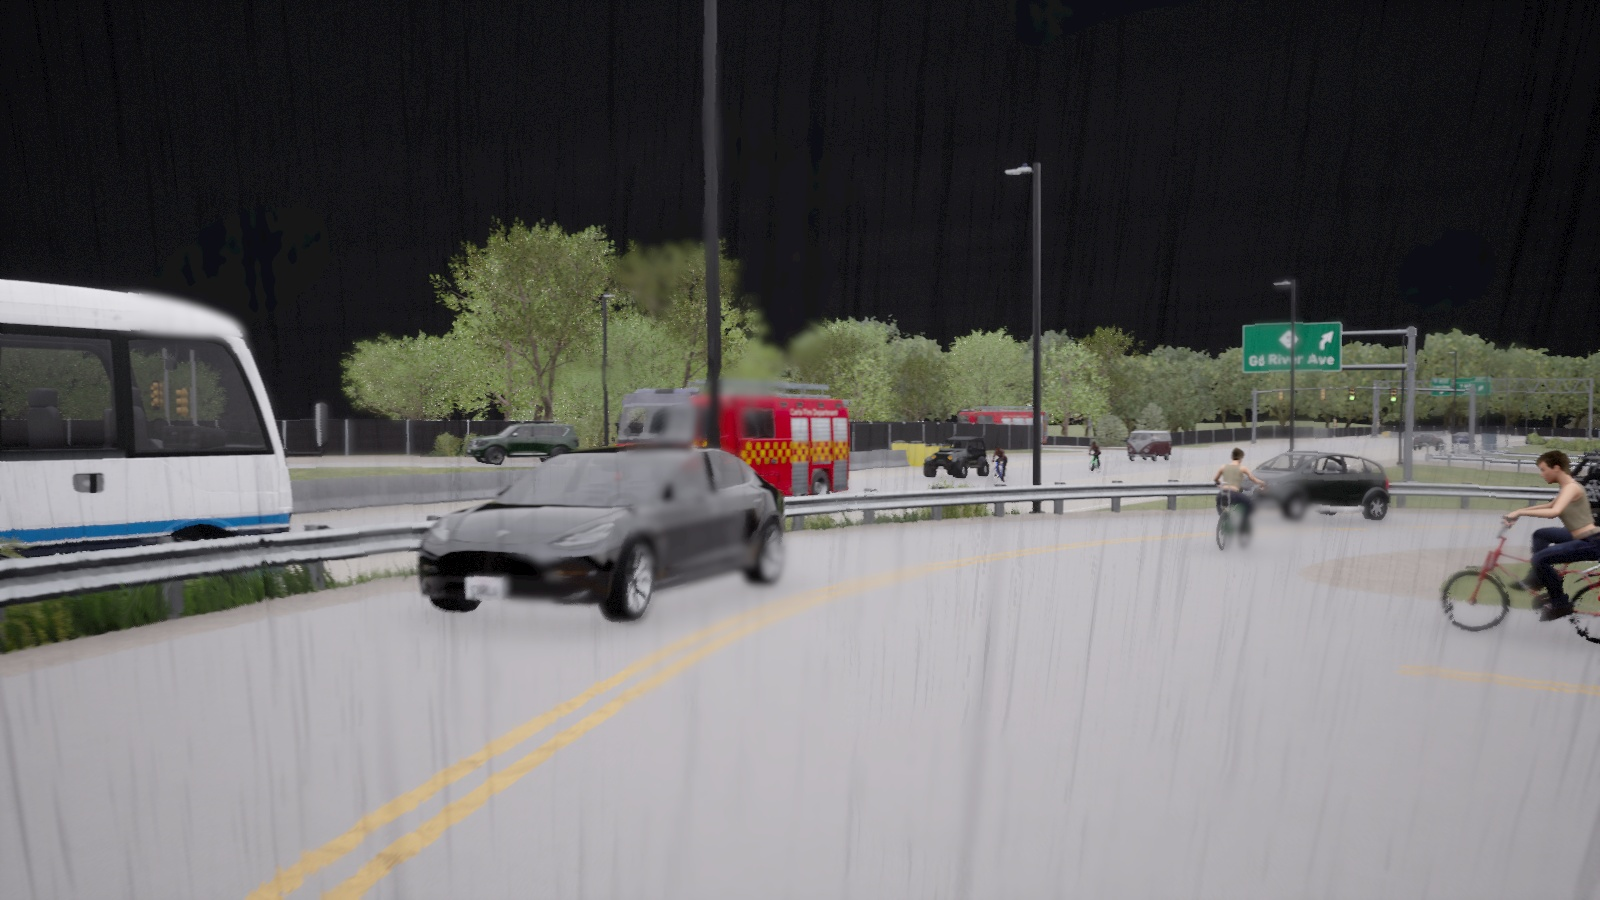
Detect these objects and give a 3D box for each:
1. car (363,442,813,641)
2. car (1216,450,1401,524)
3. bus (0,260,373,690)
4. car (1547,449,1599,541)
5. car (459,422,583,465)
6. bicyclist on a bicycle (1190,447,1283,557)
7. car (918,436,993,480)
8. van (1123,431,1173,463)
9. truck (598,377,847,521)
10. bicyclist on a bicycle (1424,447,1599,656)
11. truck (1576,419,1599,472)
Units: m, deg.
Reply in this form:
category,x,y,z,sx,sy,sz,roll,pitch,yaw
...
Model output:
category,x,y,z,sx,sy,sz,roll,pitch,yaw
car,-1.707,0.688,12.100,2.163,1.488,4.792,1,0,20
car,11.633,0.844,28.756,3.705,1.549,1.789,1,1,-24
bus,-9.956,0.232,12.906,3.944,4.253,10.273,1,2,33
car,18.772,1.029,26.907,4.605,1.855,1.932,2,2,-13
car,-13.821,-0.332,62.295,5.566,2.045,2.150,0,2,-30
bicyclist on a bicycle,6.858,0.788,19.696,0.866,1.612,1.509,3,1,37
car,7.222,0.343,57.961,1.905,1.878,3.866,1,2,33
van,22.458,-0.227,80.998,1.775,1.987,4.442,1,2,34
truck,-2.054,-0.134,37.553,2.891,3.827,8.468,1,2,33
bicyclist on a bicycle,6.176,0.814,10.567,1.509,1.612,0.866,2,1,34
truck,55.450,-0.220,81.953,7.936,3.462,2.891,3,3,35
